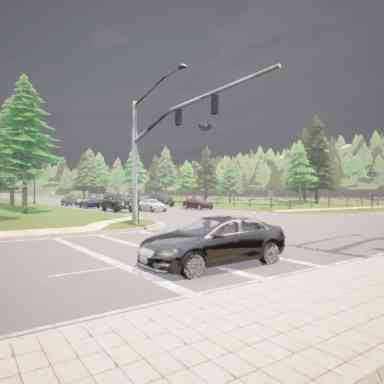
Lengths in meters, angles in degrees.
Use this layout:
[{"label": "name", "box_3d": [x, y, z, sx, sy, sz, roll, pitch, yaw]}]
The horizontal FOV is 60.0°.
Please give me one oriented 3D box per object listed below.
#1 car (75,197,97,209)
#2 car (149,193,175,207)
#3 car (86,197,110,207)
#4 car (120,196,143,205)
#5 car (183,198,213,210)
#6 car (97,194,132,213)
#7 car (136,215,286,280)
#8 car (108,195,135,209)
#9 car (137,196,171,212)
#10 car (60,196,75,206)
[{"label": "car", "box_3d": [-14.148, 1.597, 45.801, 1.895, 1.301, 4.718, 0, 0, -35]}, {"label": "car", "box_3d": [-4.842, 1.215, 50.819, 2.150, 2.045, 5.566, 0, 0, -35]}, {"label": "car", "box_3d": [-15.163, 1.543, 53.341, 2.033, 1.411, 5.357, 0, 0, -35]}, {"label": "car", "box_3d": [-10.965, 1.541, 59.583, 2.033, 1.411, 5.357, 0, 0, -35]}, {"label": "car", "box_3d": [0.734, 1.471, 42.888, 1.882, 1.535, 5.008, 0, 0, -35]}, {"label": "car", "box_3d": [-8.522, 1.218, 37.813, 2.150, 2.045, 5.566, 0, 0, -36]}, {"label": "car", "box_3d": [0.747, 1.490, 10.013, 4.902, 1.511, 2.128, 0, 0, -35]}, {"label": "car", "box_3d": [-9.707, 1.348, 45.570, 2.097, 1.767, 4.553, 0, 0, -35]}, {"label": "car", "box_3d": [-4.653, 1.521, 38.412, 1.812, 1.442, 4.674, 0, 0, -35]}, {"label": "car", "box_3d": [-20.070, 1.501, 54.254, 1.837, 1.490, 4.892, 0, 0, -35]}]
